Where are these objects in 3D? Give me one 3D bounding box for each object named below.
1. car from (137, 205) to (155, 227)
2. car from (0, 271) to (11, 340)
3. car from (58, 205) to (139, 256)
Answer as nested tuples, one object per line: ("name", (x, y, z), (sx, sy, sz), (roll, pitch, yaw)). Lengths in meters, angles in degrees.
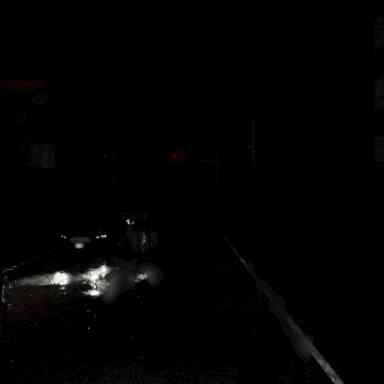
("car", (-3.720, 1.614, 23.095), (1.895, 1.301, 4.718), (0, 0, -1))
("car", (-3.617, 1.514, 3.073), (1.837, 1.490, 4.892), (0, 0, -1))
("car", (-3.702, 1.501, 13.336), (2.128, 1.511, 4.902), (0, 0, 0))
